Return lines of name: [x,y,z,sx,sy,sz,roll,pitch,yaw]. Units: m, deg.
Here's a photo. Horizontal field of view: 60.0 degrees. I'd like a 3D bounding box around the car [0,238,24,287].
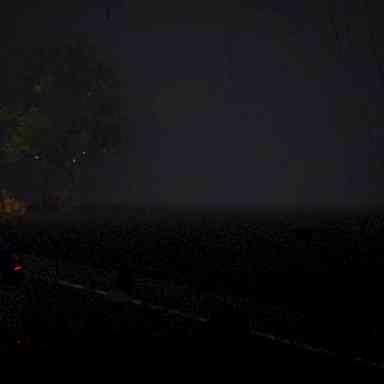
car: [-5.881,1.548,8.090,4.674,1.442,1.812,0,0,36]
